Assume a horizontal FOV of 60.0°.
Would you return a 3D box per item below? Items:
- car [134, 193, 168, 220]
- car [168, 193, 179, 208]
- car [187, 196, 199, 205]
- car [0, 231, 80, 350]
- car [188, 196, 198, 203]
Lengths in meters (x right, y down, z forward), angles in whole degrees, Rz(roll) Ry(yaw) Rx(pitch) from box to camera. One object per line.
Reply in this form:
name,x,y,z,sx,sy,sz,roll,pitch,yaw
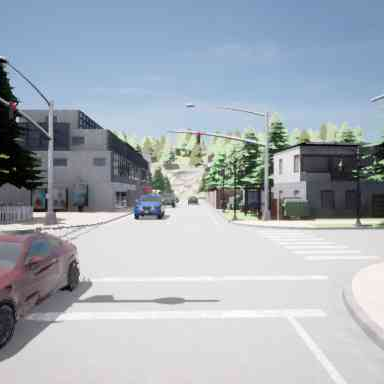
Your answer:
car,-3.552,1.220,28.566,2.150,2.045,5.566,0,0,0
car,-3.523,1.222,48.022,2.150,2.045,5.566,0,0,0
car,0.189,1.505,59.596,1.837,1.490,4.892,0,0,0
car,-3.592,1.526,6.301,1.812,1.442,4.674,0,0,0
car,0.197,1.547,70.017,2.033,1.411,5.357,0,0,0
